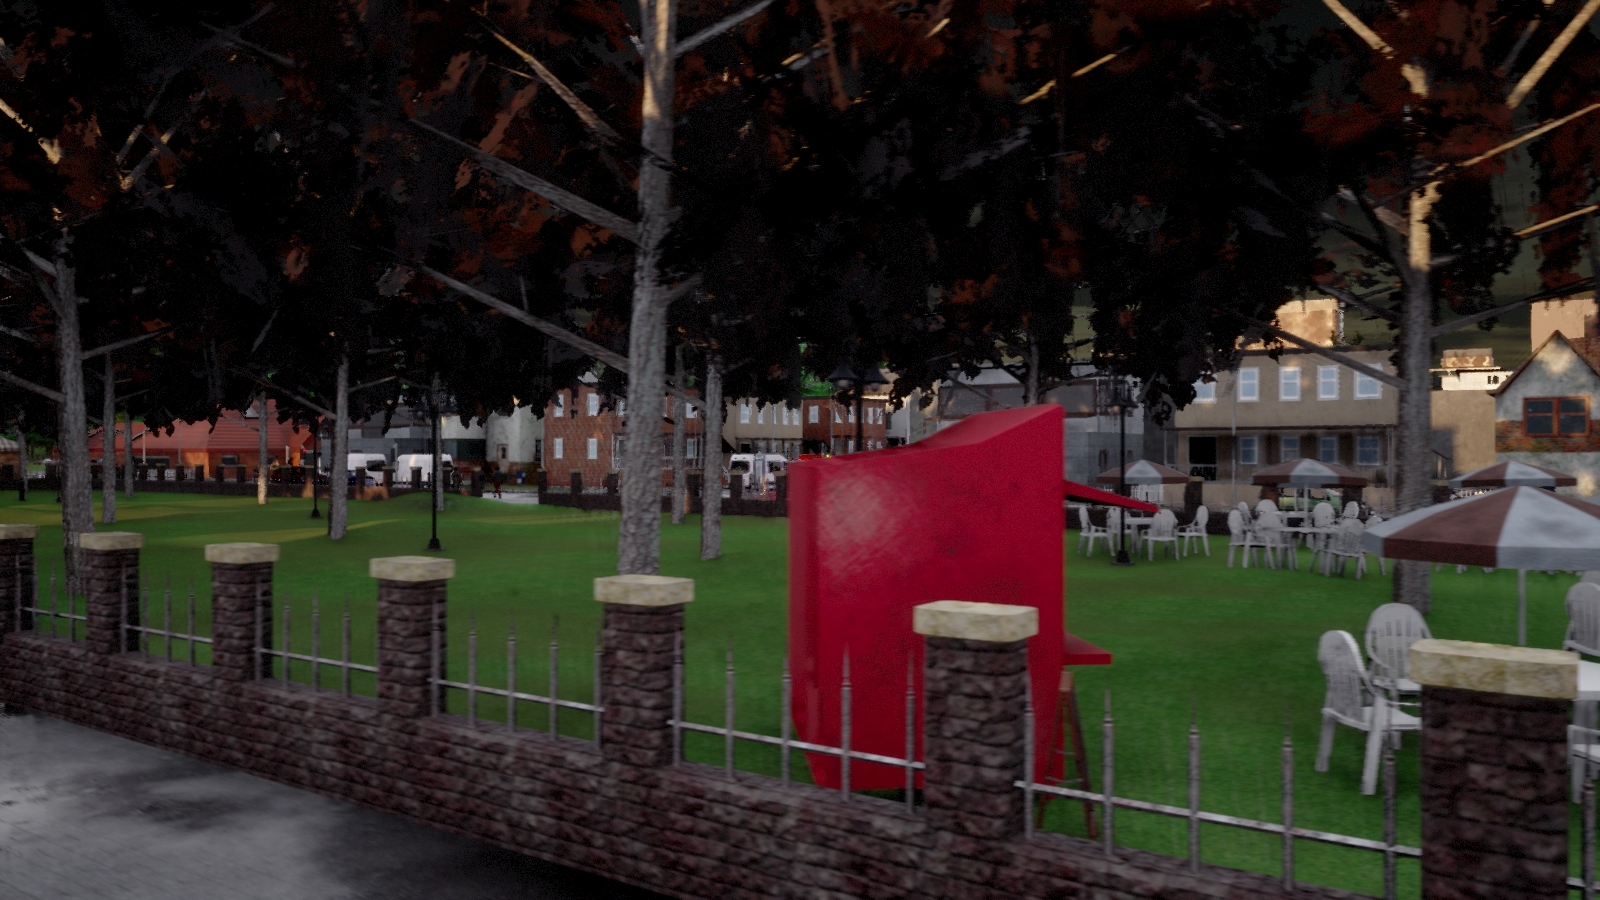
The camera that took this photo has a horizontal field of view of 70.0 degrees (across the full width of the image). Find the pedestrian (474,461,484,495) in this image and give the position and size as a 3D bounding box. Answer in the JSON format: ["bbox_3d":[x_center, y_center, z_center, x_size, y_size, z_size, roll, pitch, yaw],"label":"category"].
[{"bbox_3d":[-17.614,1.533,62.704,0.375,1.860,0.375,0,0,-41],"label":"pedestrian"}]

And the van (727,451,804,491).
[{"bbox_3d":[-2.244,1.322,76.077,1.988,2.561,5.915,0,0,35],"label":"van"}]

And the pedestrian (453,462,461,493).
[{"bbox_3d":[-20.792,1.638,69.256,0.375,1.860,0.375,0,0,43],"label":"pedestrian"}]

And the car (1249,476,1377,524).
[{"bbox_3d":[18.678,1.782,41.675,3.988,1.617,1.851,0,0,35],"label":"car"}]

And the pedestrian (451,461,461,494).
[{"bbox_3d":[-19.813,1.579,65.790,0.375,1.860,0.375,0,0,18],"label":"pedestrian"}]

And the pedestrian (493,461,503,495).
[{"bbox_3d":[-16.466,1.533,62.325,0.375,1.860,0.375,0,0,-40],"label":"pedestrian"}]
